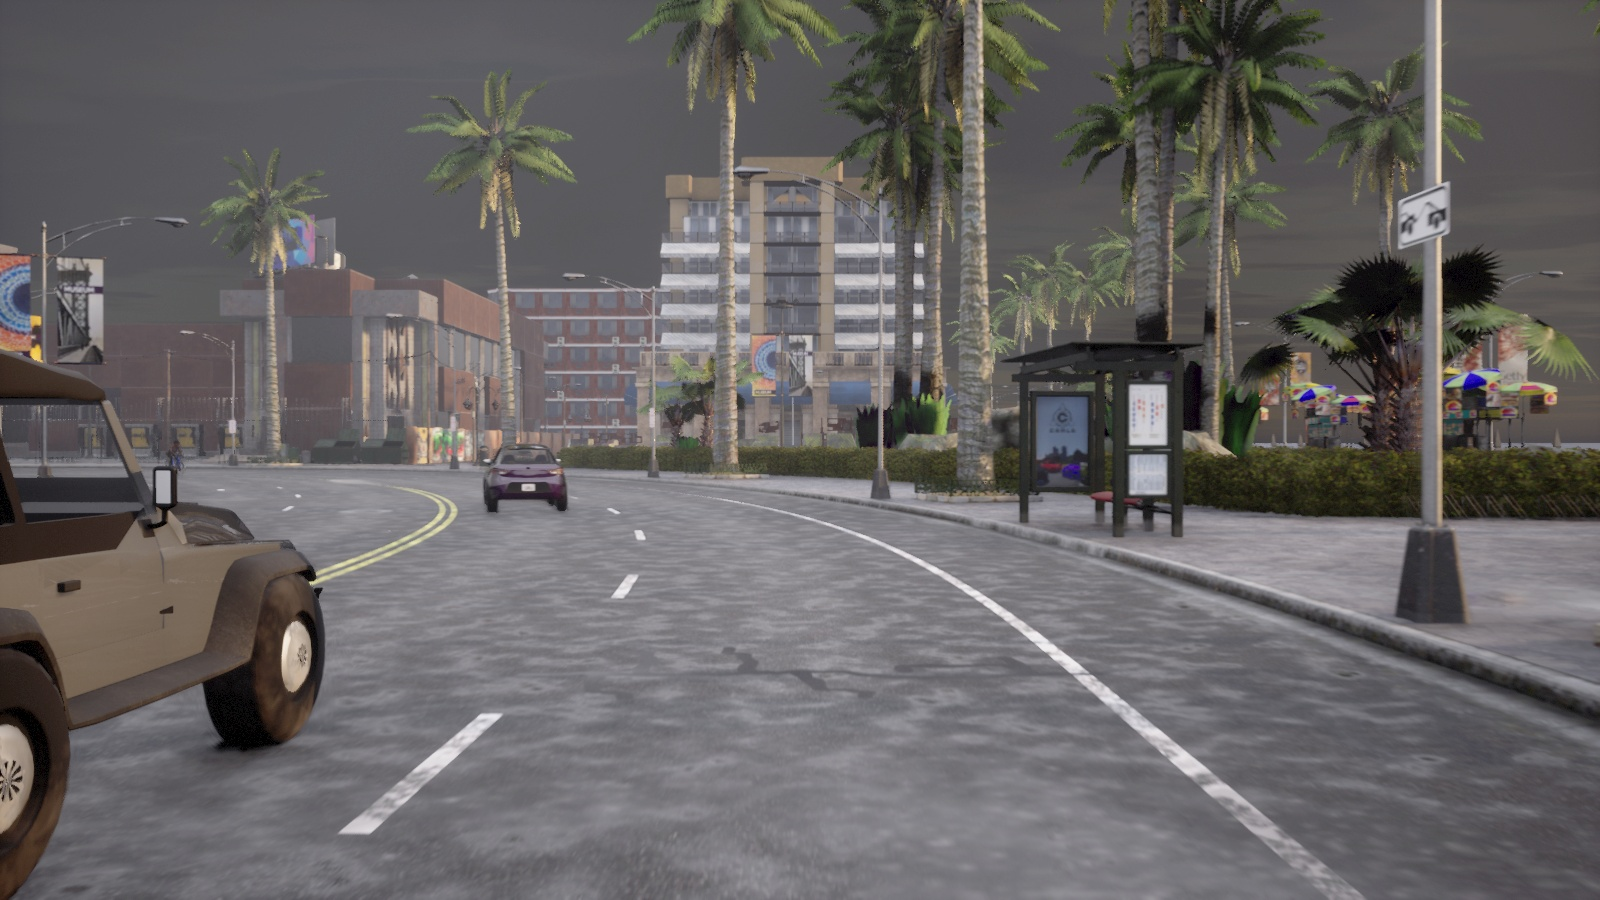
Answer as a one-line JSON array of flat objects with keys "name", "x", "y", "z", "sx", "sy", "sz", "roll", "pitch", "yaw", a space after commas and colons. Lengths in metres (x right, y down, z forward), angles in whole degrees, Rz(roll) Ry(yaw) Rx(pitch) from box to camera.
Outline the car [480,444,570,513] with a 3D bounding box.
[{"name": "car", "x": -6.435, "y": 0.591, "z": 29.117, "sx": 1.816, "sy": 1.474, "sz": 4.193, "roll": 0, "pitch": 0, "yaw": -15}]

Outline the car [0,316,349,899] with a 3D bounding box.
[{"name": "car", "x": -3.456, "y": 0.511, "z": 5.002, "sx": 1.905, "sy": 1.878, "sz": 3.866, "roll": 0, "pitch": 0, "yaw": 0}]
